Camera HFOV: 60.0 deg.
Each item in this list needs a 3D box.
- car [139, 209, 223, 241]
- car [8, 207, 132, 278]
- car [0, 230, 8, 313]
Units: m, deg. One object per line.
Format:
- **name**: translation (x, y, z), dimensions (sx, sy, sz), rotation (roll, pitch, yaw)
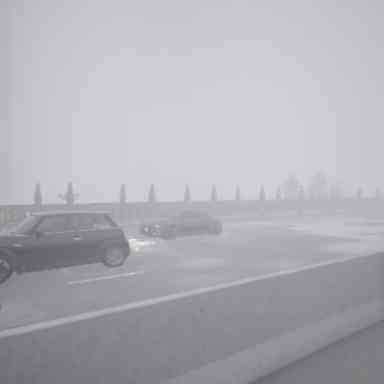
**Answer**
- **car**: translation (-0.485, 1.552, 16.541), dimensions (4.181, 1.385, 1.994), rotation (0, 0, -35)
- **car**: translation (-4.155, 1.349, 9.627), dimensions (4.553, 1.767, 2.097), rotation (0, 0, -35)
- **car**: translation (-5.267, 1.354, 4.536), dimensions (4.553, 1.767, 2.097), rotation (0, 0, -35)
